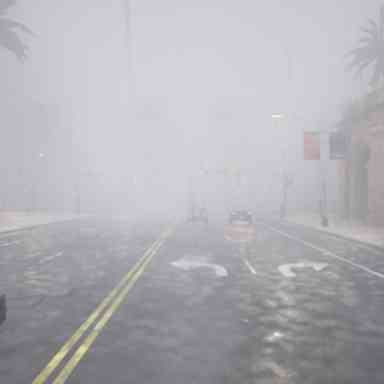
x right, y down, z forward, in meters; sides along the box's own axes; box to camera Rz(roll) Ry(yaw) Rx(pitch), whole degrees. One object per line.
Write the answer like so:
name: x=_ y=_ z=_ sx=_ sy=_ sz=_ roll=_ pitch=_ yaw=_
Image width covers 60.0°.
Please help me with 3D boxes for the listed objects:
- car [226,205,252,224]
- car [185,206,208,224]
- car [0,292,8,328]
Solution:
car: x=3.927 y=1.852 z=28.023 sx=1.812 sy=1.442 sz=4.674 roll=0 pitch=-1 yaw=2
car: x=0.393 y=1.873 z=28.039 sx=2.033 sy=1.411 sz=5.357 roll=0 pitch=-1 yaw=1
car: x=-3.579 y=1.631 z=2.542 sx=1.895 sy=1.301 sz=4.718 roll=0 pitch=-1 yaw=0
